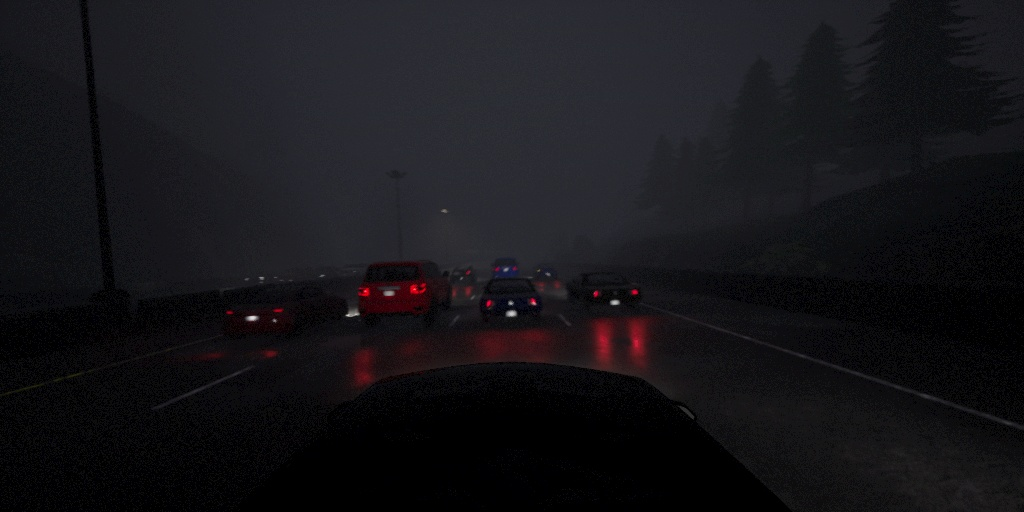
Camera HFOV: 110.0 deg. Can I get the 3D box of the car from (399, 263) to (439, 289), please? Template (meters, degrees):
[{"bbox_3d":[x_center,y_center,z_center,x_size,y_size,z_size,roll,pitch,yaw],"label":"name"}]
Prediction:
[{"bbox_3d":[-7.508,1.573,29.413,2.097,1.767,4.553,-2,0,-1],"label":"car"}]

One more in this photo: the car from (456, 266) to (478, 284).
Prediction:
[{"bbox_3d":[-4.036,1.577,30.642,2.128,1.511,4.902,-2,0,-1],"label":"car"}]

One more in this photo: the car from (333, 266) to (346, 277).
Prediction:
[{"bbox_3d":[-18.444,1.778,42.294,2.150,2.045,5.566,-2,0,-1],"label":"car"}]

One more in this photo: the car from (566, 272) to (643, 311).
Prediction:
[{"bbox_3d":[3.383,1.285,14.207,1.895,1.301,4.718,-2,0,-1],"label":"car"}]

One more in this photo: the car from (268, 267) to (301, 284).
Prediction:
[{"bbox_3d":[-25.424,2.359,42.115,2.150,2.045,5.566,-2,0,-1],"label":"car"}]

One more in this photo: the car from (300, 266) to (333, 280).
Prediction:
[{"bbox_3d":[-21.928,2.215,42.205,2.150,2.045,5.566,-2,0,-1],"label":"car"}]

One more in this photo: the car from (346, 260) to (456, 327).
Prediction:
[{"bbox_3d":[-3.597,1.184,12.970,2.150,2.045,5.566,-2,0,-1],"label":"car"}]

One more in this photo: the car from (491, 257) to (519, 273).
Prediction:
[{"bbox_3d":[-0.536,1.160,30.160,2.150,2.045,5.566,-2,0,-1],"label":"car"}]

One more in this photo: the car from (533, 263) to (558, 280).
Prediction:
[{"bbox_3d":[2.929,1.333,31.927,1.812,1.442,4.674,-2,0,-1],"label":"car"}]

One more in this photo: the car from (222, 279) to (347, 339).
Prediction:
[{"bbox_3d":[-7.048,1.661,11.655,1.994,1.385,4.181,-2,0,-1],"label":"car"}]

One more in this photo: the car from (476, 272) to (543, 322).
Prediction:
[{"bbox_3d":[-0.079,1.419,12.766,1.895,1.301,4.718,-2,0,-1],"label":"car"}]

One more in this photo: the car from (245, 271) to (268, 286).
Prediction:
[{"bbox_3d":[-28.919,2.567,42.088,2.097,1.767,4.553,-2,0,-1],"label":"car"}]
